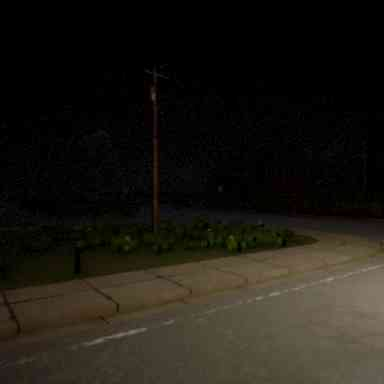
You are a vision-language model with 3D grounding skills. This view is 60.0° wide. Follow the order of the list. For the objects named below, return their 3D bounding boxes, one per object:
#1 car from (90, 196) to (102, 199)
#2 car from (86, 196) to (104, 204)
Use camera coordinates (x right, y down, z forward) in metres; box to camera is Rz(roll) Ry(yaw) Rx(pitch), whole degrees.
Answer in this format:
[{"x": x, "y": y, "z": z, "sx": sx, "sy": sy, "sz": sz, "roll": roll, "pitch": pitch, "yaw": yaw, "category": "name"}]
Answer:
[{"x": -15.388, "y": 1.515, "z": 53.449, "sx": 1.812, "sy": 1.442, "sz": 4.674, "roll": 0, "pitch": 0, "yaw": -35, "category": "car"}, {"x": -18.777, "y": 1.513, "z": 64.149, "sx": 1.812, "sy": 1.442, "sz": 4.674, "roll": 0, "pitch": 0, "yaw": -36, "category": "car"}]
